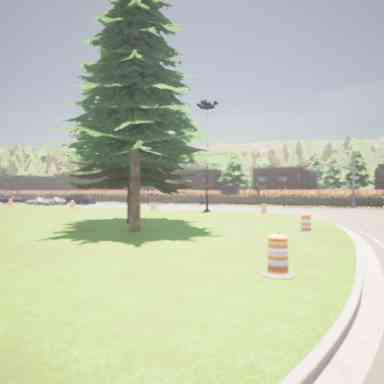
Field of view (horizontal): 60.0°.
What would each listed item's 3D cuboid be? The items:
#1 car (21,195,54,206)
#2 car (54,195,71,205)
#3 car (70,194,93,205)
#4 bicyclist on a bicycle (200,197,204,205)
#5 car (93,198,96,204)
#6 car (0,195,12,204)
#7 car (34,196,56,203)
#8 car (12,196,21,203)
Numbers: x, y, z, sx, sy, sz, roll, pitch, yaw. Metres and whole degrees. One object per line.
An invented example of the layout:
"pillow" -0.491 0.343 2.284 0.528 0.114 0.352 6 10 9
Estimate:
"car" -26.143 1.608 56.343 4.674 1.442 1.812 0 0 28
"car" -24.543 1.620 59.454 4.674 1.442 1.812 0 0 28
"car" -21.773 1.329 61.951 5.566 2.045 2.150 0 0 28
"bicyclist on a bicycle" 1.751 1.460 58.347 0.582 1.620 1.656 0 0 27
"car" -21.168 1.610 65.589 4.902 1.511 2.128 0 0 28
"car" -36.040 1.257 61.375 4.553 1.767 2.097 0 0 27
"car" -31.272 1.492 70.729 4.181 1.385 1.994 0 0 27
"car" -34.495 1.510 64.515 4.718 1.301 1.895 0 0 27
